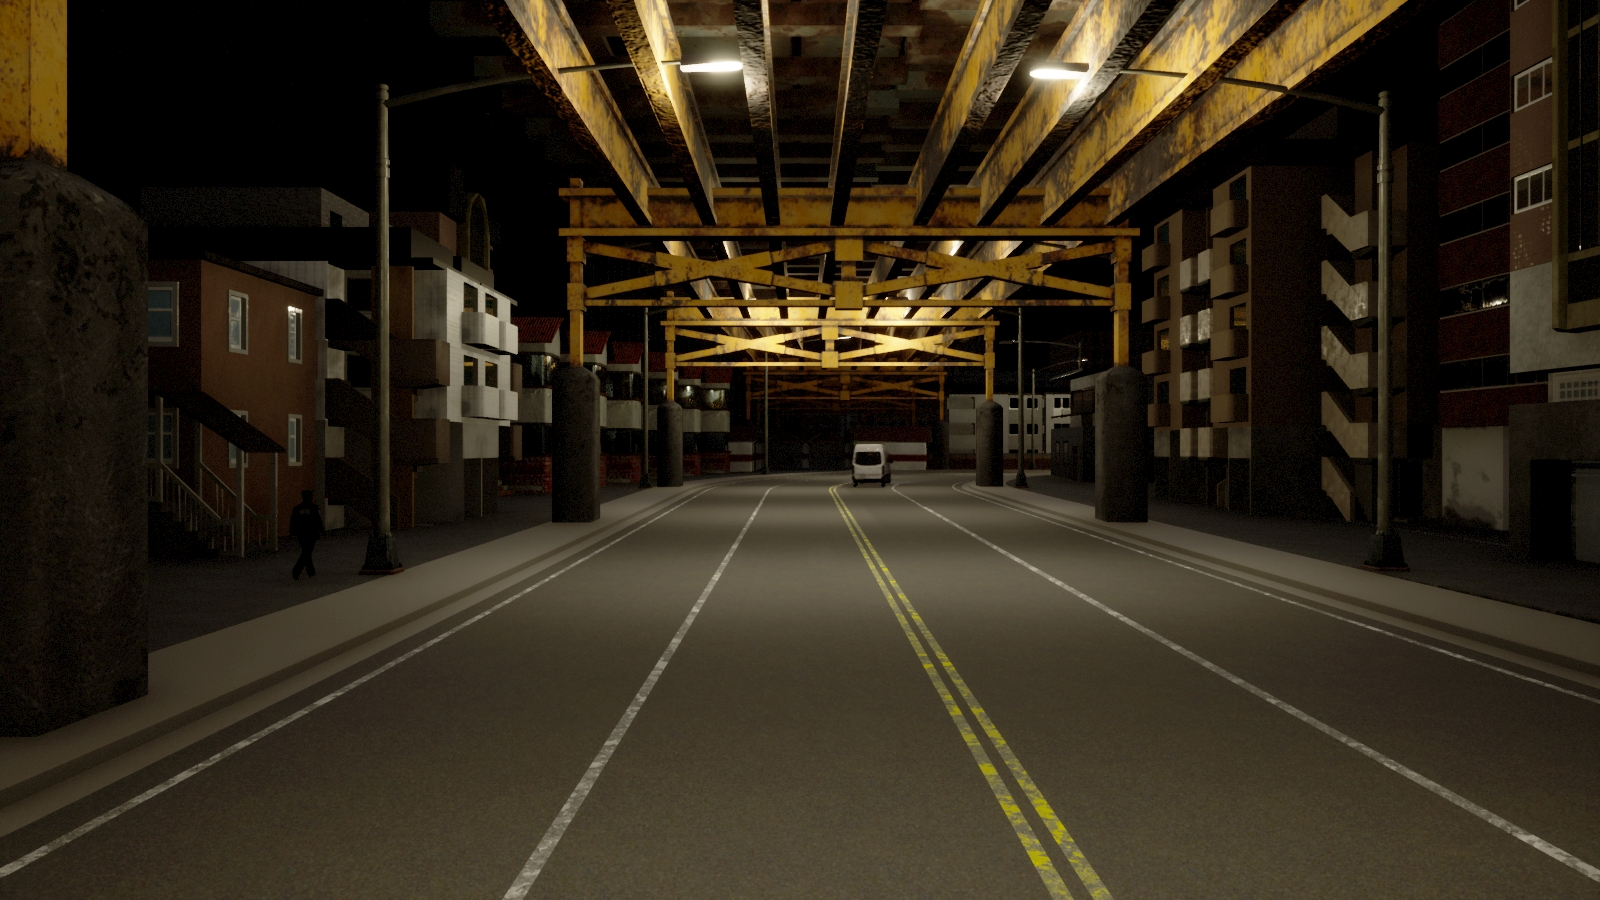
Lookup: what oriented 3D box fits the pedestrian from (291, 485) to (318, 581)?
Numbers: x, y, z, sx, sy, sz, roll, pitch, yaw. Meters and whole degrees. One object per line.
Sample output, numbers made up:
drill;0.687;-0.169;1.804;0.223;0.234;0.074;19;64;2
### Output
pedestrian;-9.728;1.617;22.438;0.375;1.860;0.375;0;0;-1
